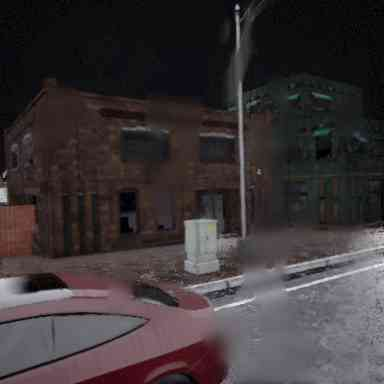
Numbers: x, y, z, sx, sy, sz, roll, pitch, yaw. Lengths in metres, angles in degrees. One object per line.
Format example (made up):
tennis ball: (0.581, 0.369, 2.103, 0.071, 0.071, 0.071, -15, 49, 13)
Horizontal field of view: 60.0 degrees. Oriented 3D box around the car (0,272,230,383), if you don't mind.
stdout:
car: (-1.761, 1.525, 2.752, 4.674, 1.442, 1.812, 0, 0, -35)
